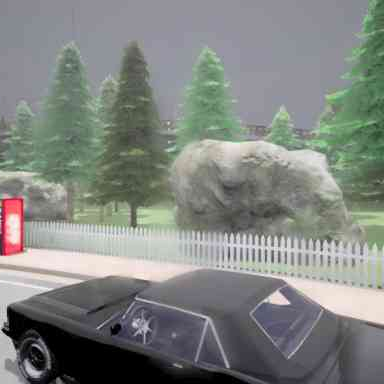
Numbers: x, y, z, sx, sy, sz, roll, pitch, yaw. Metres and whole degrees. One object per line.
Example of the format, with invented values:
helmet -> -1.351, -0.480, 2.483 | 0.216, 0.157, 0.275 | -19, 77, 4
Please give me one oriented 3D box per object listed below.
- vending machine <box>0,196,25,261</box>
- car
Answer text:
vending machine -> -6.510, 1.195, 11.400 | 0.880, 2.100, 1.100 | 0, 0, 21
car -> -0.063, 1.601, 3.759 | 4.718, 1.301, 1.895 | 0, 0, 33
